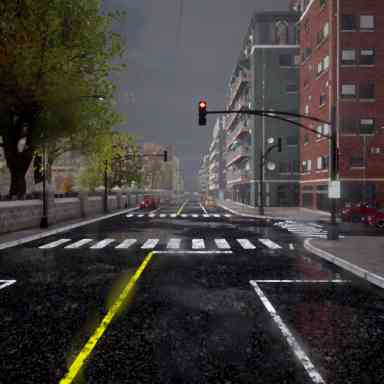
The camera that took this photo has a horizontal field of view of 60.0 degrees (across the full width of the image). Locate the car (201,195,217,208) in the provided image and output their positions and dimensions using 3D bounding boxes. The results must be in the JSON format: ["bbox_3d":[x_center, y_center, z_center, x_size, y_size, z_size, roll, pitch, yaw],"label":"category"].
[{"bbox_3d":[2.746,1.538,49.574,1.752,1.417,4.829,0,0,0],"label":"car"}]

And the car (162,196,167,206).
[{"bbox_3d":[-5.629,1.457,54.948,1.967,1.590,4.097,0,0,0],"label":"car"}]

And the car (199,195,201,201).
[{"bbox_3d":[2.758,1.572,60.475,2.008,1.369,4.403,0,0,0],"label":"car"}]

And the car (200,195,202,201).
[{"bbox_3d":[2.752,1.562,54.939,1.887,1.381,4.507,0,0,0],"label":"car"}]

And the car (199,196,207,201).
[{"bbox_3d":[2.783,1.586,82.615,1.887,1.381,4.507,0,0,0],"label":"car"}]

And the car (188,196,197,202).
[{"bbox_3d":[0.094,1.591,79.593,1.994,1.385,4.181,0,0,0],"label":"car"}]

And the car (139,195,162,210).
[{"bbox_3d":[-5.642,1.324,43.878,2.192,1.841,5.009,0,0,0],"label":"car"}]

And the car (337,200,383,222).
[{"bbox_3d":[14.648,1.591,27.282,5.009,1.841,2.192,1,-1,0],"label":"car"}]

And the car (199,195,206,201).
[{"bbox_3d":[2.789,1.592,88.150,1.887,1.381,4.507,0,0,0],"label":"car"}]

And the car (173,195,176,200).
[{"bbox_3d":[-5.597,1.623,82.624,1.802,1.307,4.206,0,0,0],"label":"car"}]

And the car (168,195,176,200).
[{"bbox_3d":[-5.585,1.579,93.524,1.752,1.417,4.829,0,0,0],"label":"car"}]

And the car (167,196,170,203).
[{"bbox_3d":[-5.623,1.566,60.483,1.887,1.381,4.507,0,0,0],"label":"car"}]

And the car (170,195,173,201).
[{"bbox_3d":[-5.610,1.613,71.553,1.802,1.307,4.206,0,0,0],"label":"car"}]

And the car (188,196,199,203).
[{"bbox_3d":[0.084,1.576,69.182,2.033,1.411,5.357,0,0,0],"label":"car"}]

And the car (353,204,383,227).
[{"bbox_3d":[14.693,1.851,24.677,4.181,1.385,1.994,1,0,0],"label":"car"}]
